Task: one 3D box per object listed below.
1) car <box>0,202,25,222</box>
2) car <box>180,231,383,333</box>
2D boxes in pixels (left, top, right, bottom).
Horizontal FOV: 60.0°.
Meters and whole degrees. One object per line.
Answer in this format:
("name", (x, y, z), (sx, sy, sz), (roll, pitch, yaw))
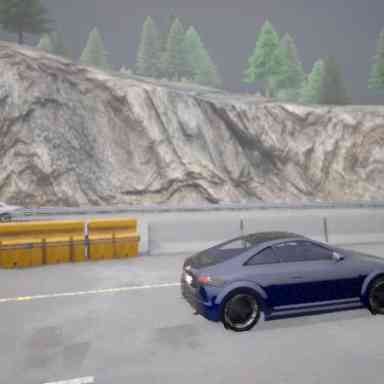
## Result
("car", (-14.496, 1.422, 23.579), (4.674, 1.442, 1.812), (-1, 1, -18))
("car", (1.871, 1.473, 6.379), (4.181, 1.385, 1.994), (-1, 1, -15))
